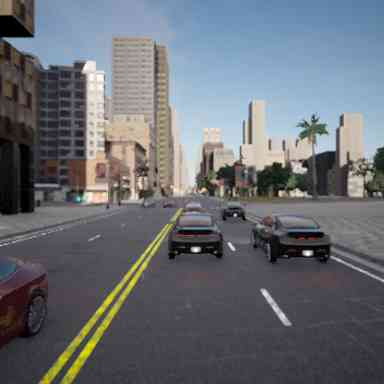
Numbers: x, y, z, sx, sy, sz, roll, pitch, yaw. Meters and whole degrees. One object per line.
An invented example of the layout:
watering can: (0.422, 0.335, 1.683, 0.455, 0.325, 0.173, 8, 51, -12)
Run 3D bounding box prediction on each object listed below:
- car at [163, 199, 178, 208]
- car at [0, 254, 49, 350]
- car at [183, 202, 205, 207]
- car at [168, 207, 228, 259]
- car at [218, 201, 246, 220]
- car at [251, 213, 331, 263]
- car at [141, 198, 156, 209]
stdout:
car: (-3.169, 1.716, 49.246, 1.994, 1.385, 4.181, 0, 0, 0)
car: (-3.342, 1.536, 3.951, 1.812, 1.442, 4.674, 0, 0, 0)
car: (0.162, 1.599, 29.269, 1.812, 1.442, 4.674, 0, 0, 0)
car: (0.122, 1.536, 12.725, 1.837, 1.490, 4.892, 0, 0, 0)
car: (3.398, 1.576, 28.497, 1.837, 1.490, 4.892, 0, 0, 0)
car: (3.371, 1.534, 12.096, 1.837, 1.490, 4.892, 0, 0, 0)
car: (-6.419, 1.645, 49.255, 2.128, 1.511, 4.902, 0, 0, 0)
